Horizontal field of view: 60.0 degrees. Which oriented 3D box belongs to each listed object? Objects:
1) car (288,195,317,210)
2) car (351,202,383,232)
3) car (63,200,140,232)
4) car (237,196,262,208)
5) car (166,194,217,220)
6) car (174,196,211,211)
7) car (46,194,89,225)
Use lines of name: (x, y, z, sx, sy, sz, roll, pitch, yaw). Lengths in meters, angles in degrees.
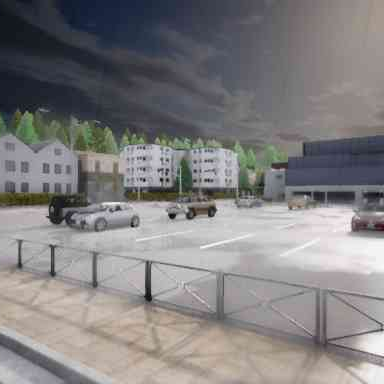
car: (12.655, 1.150, 37.914, 2.152, 1.636, 5.027, 0, 0, 35)
car: (9.852, 1.294, 17.755, 2.007, 1.523, 4.514, 0, 0, 35)
car: (-4.774, 1.357, 18.556, 1.970, 1.475, 3.806, 0, 0, 35)
car: (7.222, 1.229, 41.345, 1.970, 1.475, 3.806, 0, 0, 35)
car: (0.078, 1.094, 25.510, 1.932, 1.855, 4.605, 0, 0, 35)
car: (0.168, 1.295, 37.692, 2.007, 1.523, 4.514, 0, 0, 35)
car: (-7.140, 1.073, 20.970, 1.905, 1.878, 3.866, 0, 0, 35)
